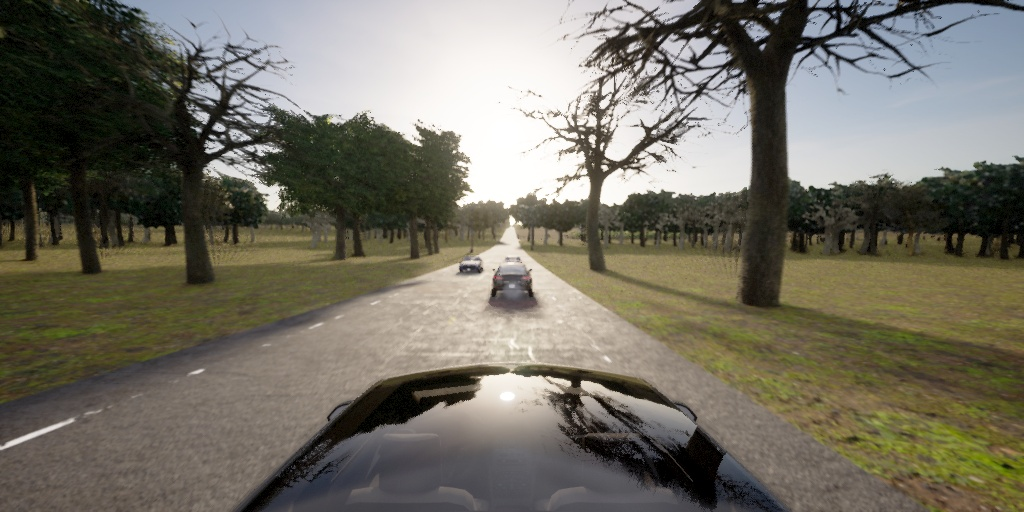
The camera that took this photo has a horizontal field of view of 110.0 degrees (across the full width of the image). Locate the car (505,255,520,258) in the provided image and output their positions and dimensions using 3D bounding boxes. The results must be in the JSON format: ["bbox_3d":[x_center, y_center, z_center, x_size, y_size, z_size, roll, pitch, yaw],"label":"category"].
[{"bbox_3d":[0.070,0.641,32.302,2.033,1.411,5.357,0,2,0],"label":"car"}]

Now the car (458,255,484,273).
[{"bbox_3d":[-3.502,0.654,31.831,2.033,1.411,5.357,0,2,0],"label":"car"}]

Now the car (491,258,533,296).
[{"bbox_3d":[0.028,1.011,16.961,1.812,1.442,4.674,0,1,1],"label":"car"}]
